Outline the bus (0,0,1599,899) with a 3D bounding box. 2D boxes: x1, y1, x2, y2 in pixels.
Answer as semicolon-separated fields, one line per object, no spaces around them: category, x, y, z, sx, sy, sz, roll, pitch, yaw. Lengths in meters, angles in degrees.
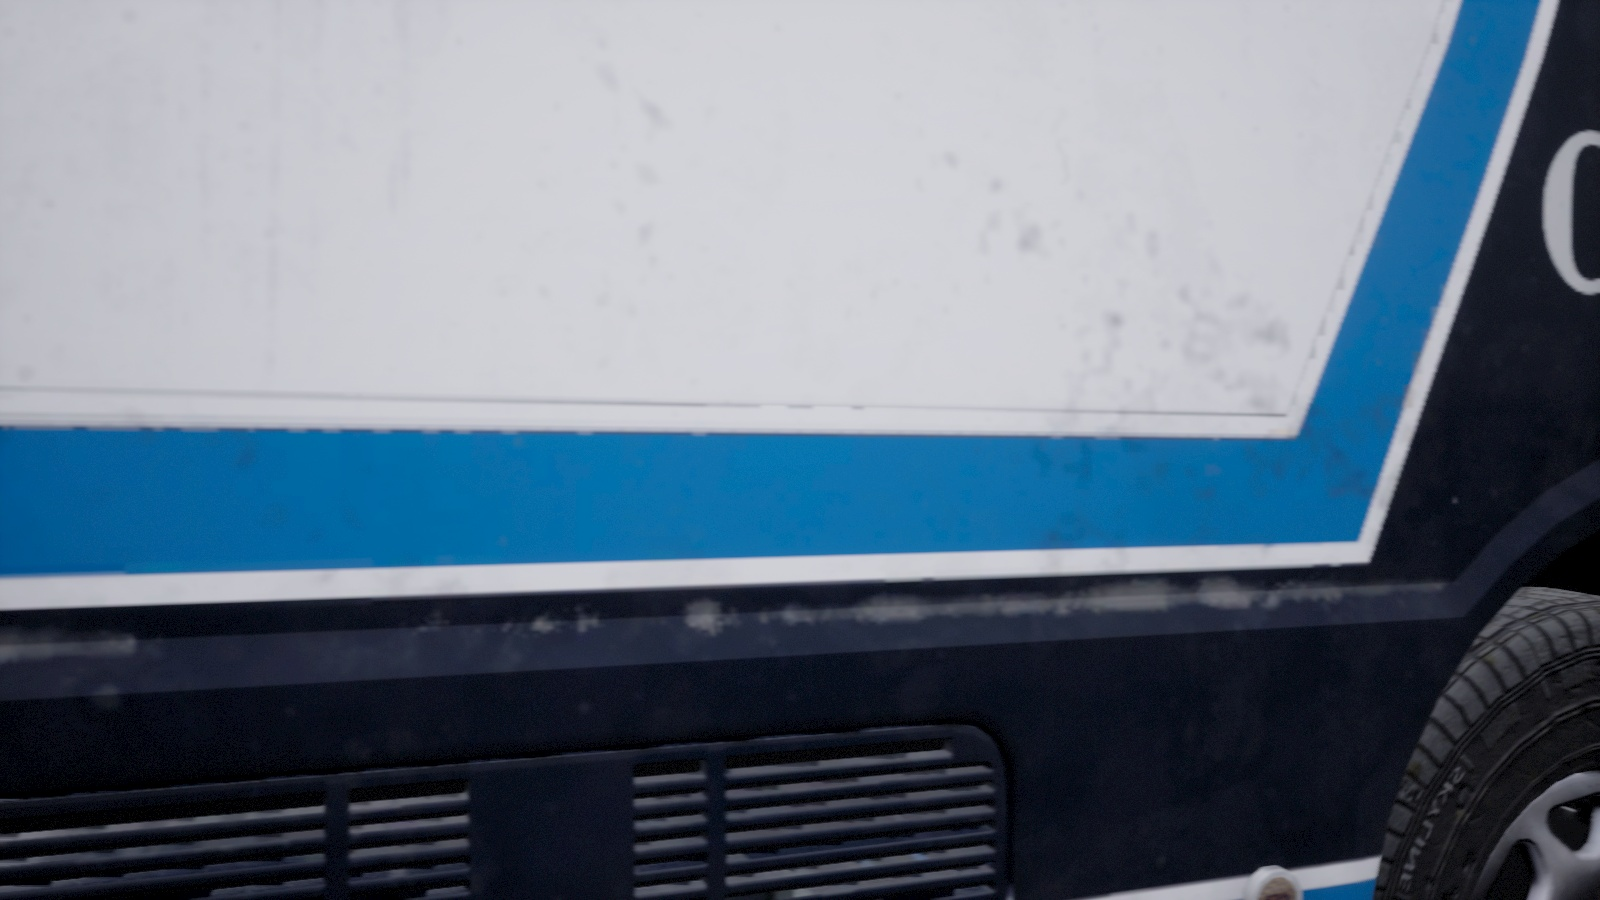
bus;-1.620;-0.603;2.601;10.273;4.253;3.944;-1;1;-21
